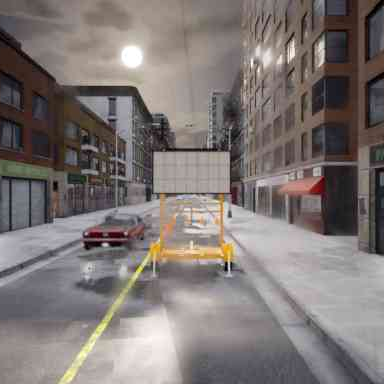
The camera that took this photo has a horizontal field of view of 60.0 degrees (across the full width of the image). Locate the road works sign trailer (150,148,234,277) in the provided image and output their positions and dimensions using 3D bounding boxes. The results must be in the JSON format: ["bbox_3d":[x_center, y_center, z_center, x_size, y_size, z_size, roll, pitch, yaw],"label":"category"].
[{"bbox_3d":[-0.008,0.466,10.225,2.380,3.560,2.880,0,0,0],"label":"road works sign trailer"}]

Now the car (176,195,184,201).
[{"bbox_3d":[-3.079,1.585,83.856,1.812,1.442,4.674,0,0,0],"label":"car"}]

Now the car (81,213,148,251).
[{"bbox_3d":[-3.111,1.603,14.194,1.895,1.301,4.718,0,0,0],"label":"car"}]
